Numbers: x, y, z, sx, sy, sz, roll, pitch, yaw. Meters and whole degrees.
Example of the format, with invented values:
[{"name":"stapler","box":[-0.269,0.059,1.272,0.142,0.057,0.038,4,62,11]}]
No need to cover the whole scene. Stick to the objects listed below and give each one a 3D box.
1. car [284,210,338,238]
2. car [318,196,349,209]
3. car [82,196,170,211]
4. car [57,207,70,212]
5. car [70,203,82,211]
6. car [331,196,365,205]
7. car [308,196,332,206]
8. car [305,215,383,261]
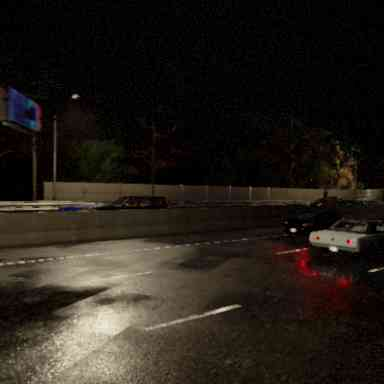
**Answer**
[{"name":"car","box":[6.681,1.658,17.115,4.674,1.442,1.812,1,0,-35]},{"name":"car","box":[23.404,1.721,55.002,5.566,2.045,2.150,1,0,-35]},{"name":"car","box":[-4.132,1.303,22.542,5.566,2.045,2.150,0,0,-35]},{"name":"car","box":[-10.088,1.686,31.190,4.718,1.301,1.895,1,0,-35]},{"name":"car","box":[-7.332,1.640,28.857,5.357,1.411,2.033,1,0,-35]},{"name":"car","box":[21.499,1.770,45.056,4.553,1.767,2.097,1,0,-35]},{"name":"car","box":[18.570,1.759,47.288,4.553,1.767,2.097,1,0,-35]},{"name":"car","box":[6.736,1.711,12.851,4.718,1.301,1.895,1,0,-36]}]
